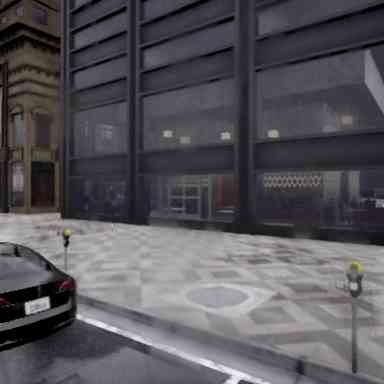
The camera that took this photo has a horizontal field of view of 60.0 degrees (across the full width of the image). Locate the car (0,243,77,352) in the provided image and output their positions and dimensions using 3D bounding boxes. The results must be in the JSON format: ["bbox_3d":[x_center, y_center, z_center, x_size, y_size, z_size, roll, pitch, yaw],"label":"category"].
[{"bbox_3d":[-3.739,1.537,5.631,4.313,1.339,1.947,0,0,36],"label":"car"}]
